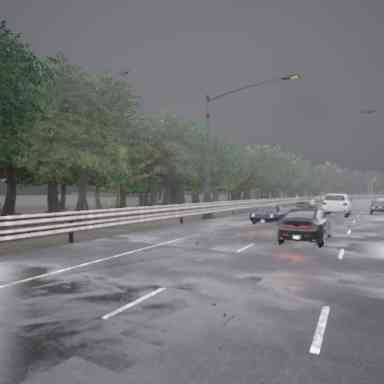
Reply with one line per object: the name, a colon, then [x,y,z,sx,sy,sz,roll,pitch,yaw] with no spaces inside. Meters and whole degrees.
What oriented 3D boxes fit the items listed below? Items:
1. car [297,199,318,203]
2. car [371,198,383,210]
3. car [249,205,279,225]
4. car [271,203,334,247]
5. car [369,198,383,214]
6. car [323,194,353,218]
car: [12.517,1.504,36.277,1.837,1.490,4.892,0,0,29]
car: [24.356,1.533,43.172,1.812,1.442,4.674,0,0,31]
car: [5.661,1.596,23.680,1.895,1.301,4.718,0,0,28]
car: [5.230,1.504,15.263,1.837,1.490,4.892,0,0,27]
car: [19.304,1.549,34.129,2.033,1.411,5.357,0,0,29]
car: [13.460,1.213,30.766,2.150,2.045,5.566,0,-1,29]
